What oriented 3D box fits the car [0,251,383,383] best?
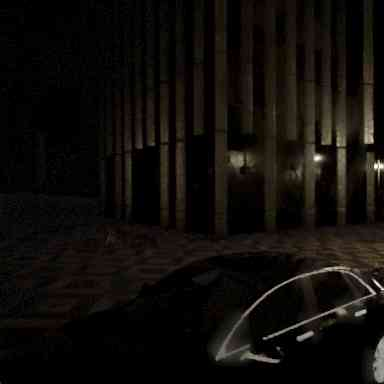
[{"bbox_3d":[0.577,1.532,3.780,4.892,1.490,1.837,1,-1,-35],"label":"car"}]
